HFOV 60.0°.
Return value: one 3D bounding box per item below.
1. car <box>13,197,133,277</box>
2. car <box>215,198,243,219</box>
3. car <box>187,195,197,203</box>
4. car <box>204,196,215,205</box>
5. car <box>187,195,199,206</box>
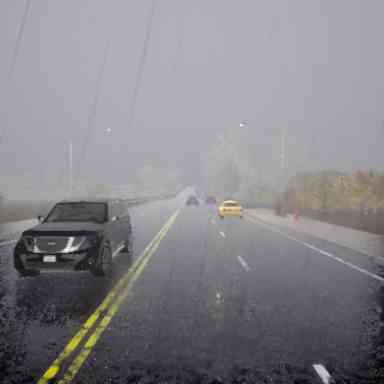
[{"bbox_3d":[-3.336,1.214,10.580,2.150,2.045,5.566,0,0,0],"label":"car"},{"bbox_3d":[3.261,1.440,28.804,1.801,1.575,5.366,0,0,0],"label":"car"},{"bbox_3d":[-0.014,1.416,67.658,1.882,1.535,5.008,0,0,0],"label":"car"},{"bbox_3d":[3.242,1.438,58.778,1.882,1.535,5.008,0,0,0],"label":"car"},{"bbox_3d":[0.090,1.485,53.686,1.812,1.442,4.674,0,-1,0],"label":"car"}]
